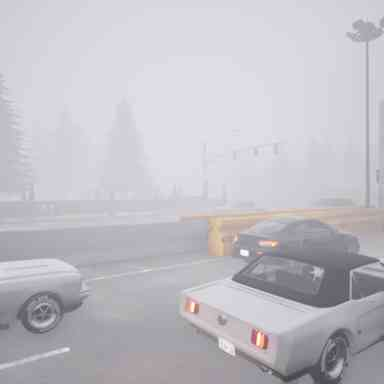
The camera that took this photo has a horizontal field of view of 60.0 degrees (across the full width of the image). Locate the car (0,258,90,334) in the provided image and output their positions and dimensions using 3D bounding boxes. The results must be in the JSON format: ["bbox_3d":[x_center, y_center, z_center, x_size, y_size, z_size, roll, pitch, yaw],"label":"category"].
[{"bbox_3d":[-4.115,1.601,5.110,4.718,1.301,1.895,0,0,-35],"label":"car"}]

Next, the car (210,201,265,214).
[{"bbox_3d":[3.830,1.466,28.009,4.718,1.301,1.895,-1,0,-35],"label":"car"}]

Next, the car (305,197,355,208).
[{"bbox_3d":[9.778,1.197,23.611,4.553,1.767,2.097,-1,0,-35],"label":"car"}]

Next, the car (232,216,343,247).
[{"bbox_3d":[3.306,1.471,10.364,4.674,1.442,1.812,-1,0,-35],"label":"car"}]

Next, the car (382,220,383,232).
[{"bbox_3d":[10.695,1.402,15.604,4.674,1.442,1.812,-1,0,-36],"label":"car"}]

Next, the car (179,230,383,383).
[{"bbox_3d":[2.237,1.575,5.323,4.718,1.301,1.895,-1,0,-35],"label":"car"}]
